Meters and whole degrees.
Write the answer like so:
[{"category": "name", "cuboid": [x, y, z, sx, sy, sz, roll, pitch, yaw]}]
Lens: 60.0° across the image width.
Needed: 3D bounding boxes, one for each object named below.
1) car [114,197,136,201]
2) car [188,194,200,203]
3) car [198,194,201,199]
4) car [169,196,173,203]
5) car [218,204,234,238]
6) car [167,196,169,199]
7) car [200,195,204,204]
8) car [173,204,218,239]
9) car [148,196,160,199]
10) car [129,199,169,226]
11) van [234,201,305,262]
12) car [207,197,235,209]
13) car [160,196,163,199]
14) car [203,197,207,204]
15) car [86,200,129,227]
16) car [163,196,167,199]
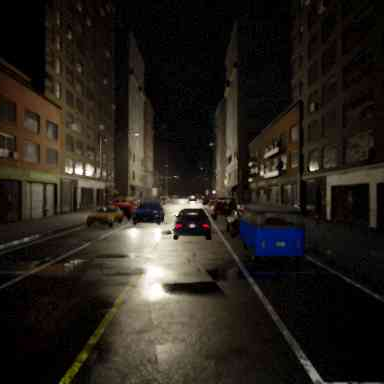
[{"category": "car", "cuboid": [-5.819, 1.332, 28.390, 2.192, 1.841, 5.009, 1, 0, 0]}, {"category": "car", "cuboid": [0.075, 1.495, 70.341, 2.033, 1.411, 5.357, 0, 0, 0]}, {"category": "car", "cuboid": [2.745, 1.645, 66.837, 2.008, 1.369, 4.403, 1, 0, 0]}, {"category": "car", "cuboid": [-5.774, 1.538, 72.334, 1.967, 1.590, 4.097, 1, 0, 0]}, {"category": "car", "cuboid": [2.697, 1.567, 17.414, 2.008, 1.369, 4.403, 1, 0, 0]}, {"category": "car", "cuboid": [-5.786, 1.513, 61.347, 1.967, 1.590, 4.097, 1, 0, 0]}, {"category": "car", "cuboid": [2.735, 1.615, 55.854, 1.887, 1.381, 4.507, 1, 0, 0]}, {"category": "car", "cuboid": [0.016, 1.561, 17.359, 2.033, 1.411, 5.357, 0, 0, 0]}, {"category": "car", "cuboid": [-5.803, 1.481, 44.868, 1.967, 1.590, 4.097, 1, 0, 0]}, {"category": "car", "cuboid": [-3.005, 1.493, 23.929, 1.882, 1.535, 5.008, 0, 0, 1]}, {"category": "van", "cuboid": [2.694, 1.353, 11.923, 1.690, 1.788, 3.998, 1, 0, 0]}, {"category": "car", "cuboid": [2.710, 1.342, 28.397, 2.192, 1.841, 5.009, 1, 0, 0]}, {"category": "car", "cuboid": [-5.799, 1.575, 50.192, 1.752, 1.417, 4.829, 1, 0, 0]}, {"category": "car", "cuboid": [2.719, 1.593, 39.380, 2.008, 1.369, 4.403, 1, 0, 0]}, {"category": "car", "cuboid": [-5.827, 1.537, 22.727, 1.752, 1.417, 4.829, 1, 0, 0]}, {"category": "car", "cuboid": [-5.793, 1.612, 55.854, 2.008, 1.369, 4.403, 1, 0, 0]}]
